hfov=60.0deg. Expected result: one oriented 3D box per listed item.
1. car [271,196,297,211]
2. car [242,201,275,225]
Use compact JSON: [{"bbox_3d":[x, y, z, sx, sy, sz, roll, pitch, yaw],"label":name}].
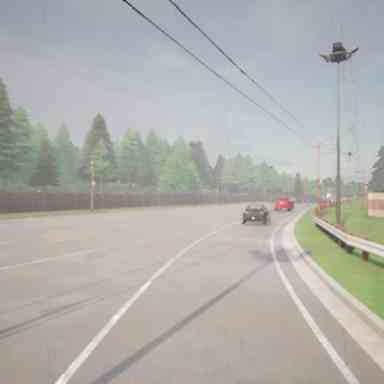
[{"bbox_3d":[13.707,1.766,49.167,2.150,2.045,5.566,0,-1,25],"label":"car"},{"bbox_3d":[5.287,1.779,27.030,2.128,1.511,4.902,0,-1,18],"label":"car"}]
